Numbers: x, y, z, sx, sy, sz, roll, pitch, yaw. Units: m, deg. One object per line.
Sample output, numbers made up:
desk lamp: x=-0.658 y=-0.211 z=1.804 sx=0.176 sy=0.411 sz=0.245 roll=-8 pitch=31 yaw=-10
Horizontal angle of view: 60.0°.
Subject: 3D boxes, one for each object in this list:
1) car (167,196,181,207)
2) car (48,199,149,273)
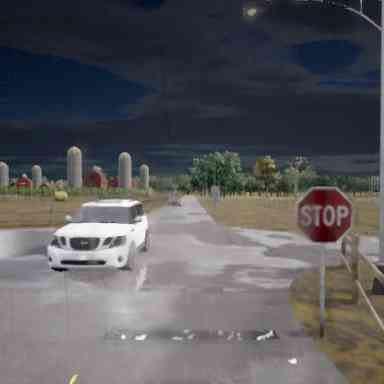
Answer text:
car: x=-2.904 y=1.507 z=54.237 sx=2.097 sy=1.767 sz=4.553 roll=0 pitch=0 yaw=0
car: x=-2.767 y=1.305 z=11.193 sx=2.150 sy=2.045 sz=5.566 roll=0 pitch=0 yaw=0
